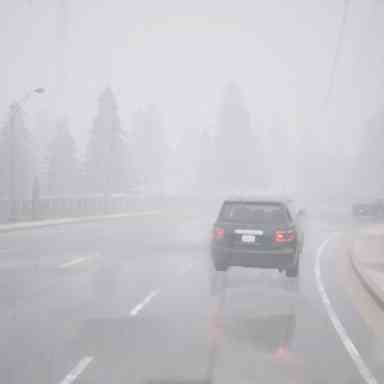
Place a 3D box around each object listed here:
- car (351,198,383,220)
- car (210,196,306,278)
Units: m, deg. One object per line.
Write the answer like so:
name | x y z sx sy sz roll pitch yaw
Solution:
car | 14.400 1.240 25.906 5.008 1.535 1.882 0 0 -36
car | 2.195 1.124 10.159 2.150 2.045 5.566 0 1 20
